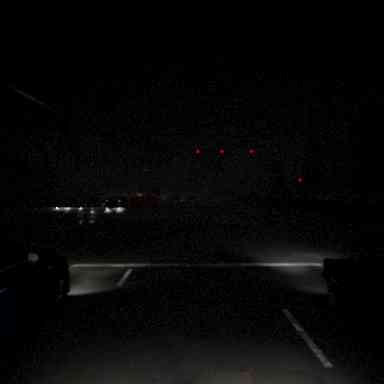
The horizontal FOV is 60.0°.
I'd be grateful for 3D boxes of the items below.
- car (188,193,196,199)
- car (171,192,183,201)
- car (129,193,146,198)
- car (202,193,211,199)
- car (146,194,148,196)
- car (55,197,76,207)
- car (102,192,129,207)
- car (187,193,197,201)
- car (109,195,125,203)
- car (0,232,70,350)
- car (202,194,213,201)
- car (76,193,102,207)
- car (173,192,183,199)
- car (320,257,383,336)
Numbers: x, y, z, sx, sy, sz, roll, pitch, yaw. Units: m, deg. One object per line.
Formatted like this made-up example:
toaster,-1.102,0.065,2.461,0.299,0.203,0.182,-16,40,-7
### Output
car,0.020,1.028,83.483,1.882,1.535,5.008,0,0,0
car,-3.482,1.245,73.064,1.837,1.490,4.892,0,0,0
car,-10.513,1.339,61.820,2.033,1.411,5.357,0,0,1
car,3.520,1.090,83.482,2.033,1.411,5.357,0,0,0
car,-10.481,1.080,77.074,2.097,1.767,4.553,0,0,0
car,-17.565,1.406,46.576,1.994,1.385,4.181,0,0,0
car,-10.567,1.196,46.349,2.097,1.767,4.553,0,0,0
car,0.018,1.245,73.063,1.837,1.490,4.892,0,0,0
car,-14.018,1.353,62.287,1.994,1.385,4.181,0,0,1
car,-3.461,1.335,4.848,2.097,1.767,4.553,0,0,-1
car,3.518,1.285,73.063,2.033,1.411,5.357,0,0,0
car,-14.067,1.347,46.311,1.837,1.490,4.892,0,1,0
car,-3.480,0.906,83.453,2.097,1.767,4.553,0,0,0
car,3.583,1.584,4.808,1.895,1.301,4.718,0,0,0
